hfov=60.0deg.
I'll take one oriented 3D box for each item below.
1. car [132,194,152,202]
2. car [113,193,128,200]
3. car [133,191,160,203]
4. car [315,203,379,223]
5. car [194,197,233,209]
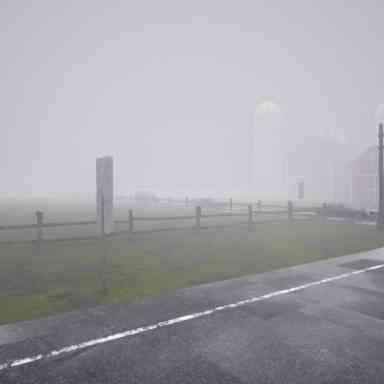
[{"bbox_3d":[-9.057,1.040,59.860,1.994,1.385,4.181,-1,1,-35],"label":"car"},{"bbox_3d":[-14.903,0.922,68.014,2.033,1.411,5.357,-1,1,-36],"label":"car"},{"bbox_3d":[-7.175,0.793,52.236,2.150,2.045,5.566,-1,1,-36],"label":"car"},{"bbox_3d":[11.751,1.489,25.055,1.895,1.301,4.718,0,1,-27],"label":"car"},{"bbox_3d":[2.385,1.274,38.937,2.033,1.411,5.357,-1,1,-36],"label":"car"}]
